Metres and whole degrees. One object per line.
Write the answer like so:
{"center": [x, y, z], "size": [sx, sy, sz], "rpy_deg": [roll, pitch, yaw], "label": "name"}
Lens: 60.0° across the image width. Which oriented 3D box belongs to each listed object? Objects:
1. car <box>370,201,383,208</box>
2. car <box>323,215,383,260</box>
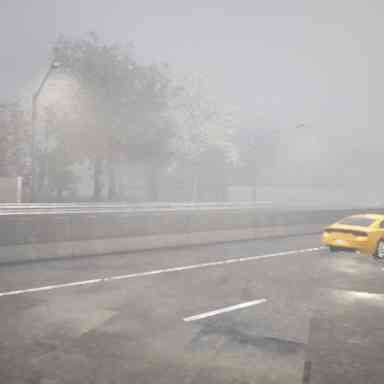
{"center": [32.552, 2.323, 57.205], "size": [4.674, 1.442, 1.812], "rpy_deg": [1, -1, -35], "label": "car"}
{"center": [7.346, 1.651, 13.342], "size": [5.008, 1.535, 1.882], "rpy_deg": [1, 0, -35], "label": "car"}
